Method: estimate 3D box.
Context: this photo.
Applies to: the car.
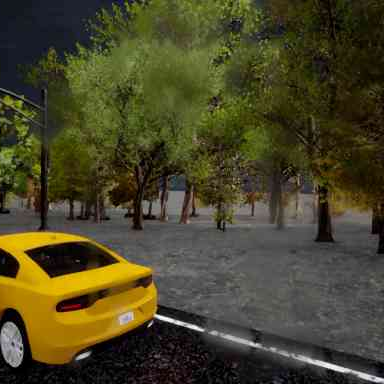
[{"bbox_3d":[-2.864,1.444,5.726,5.008,1.535,1.882,1,0,35],"label":"car"}]
